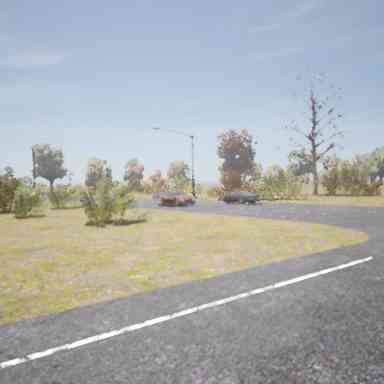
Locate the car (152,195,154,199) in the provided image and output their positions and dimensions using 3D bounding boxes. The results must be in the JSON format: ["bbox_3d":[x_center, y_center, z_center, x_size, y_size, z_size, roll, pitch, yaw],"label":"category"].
[{"bbox_3d":[-4.006,0.569,49.968,2.033,1.411,5.357,-2,2,-37],"label":"car"}]

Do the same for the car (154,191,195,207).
[{"bbox_3d":[-1.635,0.651,35.285,2.097,1.767,4.553,-2,2,-37],"label":"car"}]

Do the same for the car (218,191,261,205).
[{"bbox_3d":[5.308,0.630,37.717,2.033,1.411,5.357,-2,2,-37],"label":"car"}]
